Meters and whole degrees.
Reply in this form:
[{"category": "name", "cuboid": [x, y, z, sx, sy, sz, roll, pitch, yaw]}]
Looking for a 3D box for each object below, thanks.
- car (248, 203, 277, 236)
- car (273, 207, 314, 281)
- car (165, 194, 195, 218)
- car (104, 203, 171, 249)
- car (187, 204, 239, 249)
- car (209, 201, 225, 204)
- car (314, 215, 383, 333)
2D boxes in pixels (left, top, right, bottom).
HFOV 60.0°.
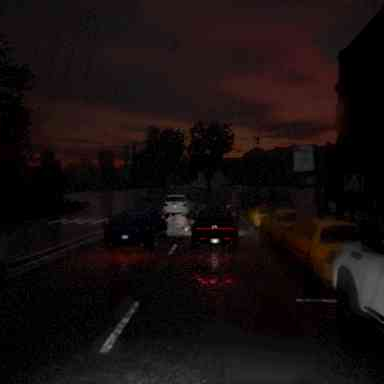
[{"category": "car", "cuboid": [4.589, 1.433, 20.697, 1.946, 1.575, 5.366, 0, 0, 4]}, {"category": "car", "cuboid": [3.916, 1.445, 9.669, 1.946, 1.575, 5.366, 0, 0, 3]}, {"category": "car", "cuboid": [-1.065, 1.220, 29.616, 2.150, 2.045, 5.566, 0, 0, 7]}, {"category": "car", "cuboid": [-2.279, 1.476, 14.516, 1.882, 1.535, 5.008, 0, 0, 3]}, {"category": "car", "cuboid": [0.965, 1.493, 14.321, 1.837, 1.490, 4.892, 0, 0, 3]}, {"category": "car", "cuboid": [2.158, 1.525, 29.197, 2.033, 1.411, 5.357, 0, 0, 7]}, {"category": "car", "cuboid": [3.564, 1.204, 3.871, 2.435, 2.045, 5.566, 0, 0, 3]}]
